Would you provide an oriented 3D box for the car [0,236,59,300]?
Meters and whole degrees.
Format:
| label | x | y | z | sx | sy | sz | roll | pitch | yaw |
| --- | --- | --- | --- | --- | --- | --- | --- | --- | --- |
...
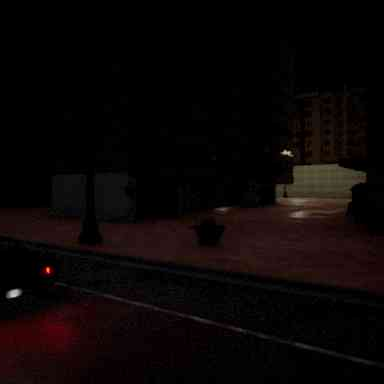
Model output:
| label | x | y | z | sx | sy | sz | roll | pitch | yaw |
| --- | --- | --- | --- | --- | --- | --- | --- | --- | --- |
| car | -5.248 | 1.687 | 7.723 | 4.718 | 1.301 | 1.895 | -1 | 0 | 35 |
